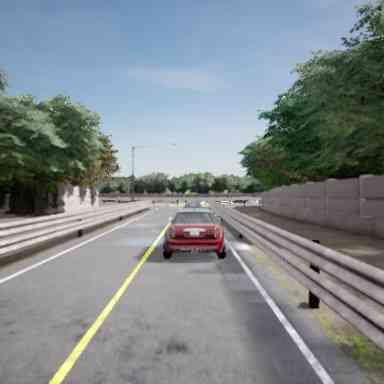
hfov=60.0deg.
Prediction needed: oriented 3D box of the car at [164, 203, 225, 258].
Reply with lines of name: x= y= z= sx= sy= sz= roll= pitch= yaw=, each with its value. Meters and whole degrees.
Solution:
car: x=0.087 y=1.410 z=13.145 sx=2.097 sy=1.767 sz=4.553 roll=0 pitch=0 yaw=0

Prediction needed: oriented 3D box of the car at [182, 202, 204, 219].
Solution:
car: x=0.083 y=1.735 z=31.922 sx=1.994 sy=1.385 sz=4.181 roll=0 pitch=0 yaw=0
